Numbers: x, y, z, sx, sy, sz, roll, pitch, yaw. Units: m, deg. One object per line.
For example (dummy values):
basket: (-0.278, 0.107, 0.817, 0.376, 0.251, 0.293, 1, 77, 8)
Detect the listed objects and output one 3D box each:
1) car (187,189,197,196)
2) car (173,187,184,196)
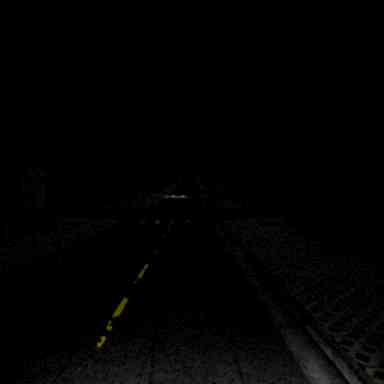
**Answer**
car: (0.033, -0.004, 66.976, 1.994, 1.385, 4.181, 0, 2, 0)
car: (-2.716, -0.169, 67.156, 2.097, 1.767, 4.553, 0, 2, 0)
